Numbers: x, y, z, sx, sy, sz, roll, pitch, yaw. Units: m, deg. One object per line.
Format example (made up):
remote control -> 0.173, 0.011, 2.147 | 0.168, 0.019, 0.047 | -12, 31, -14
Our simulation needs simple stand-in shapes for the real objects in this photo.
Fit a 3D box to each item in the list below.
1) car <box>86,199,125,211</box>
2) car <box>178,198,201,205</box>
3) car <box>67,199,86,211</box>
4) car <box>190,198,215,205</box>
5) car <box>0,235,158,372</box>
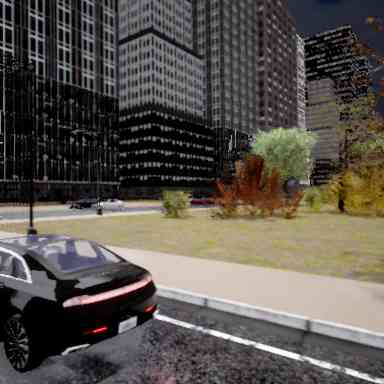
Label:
car -> -10.839, 1.628, 43.004 | 1.812, 1.442, 4.674 | -1, -1, 37
car -> -0.401, 1.775, 62.088 | 1.895, 1.301, 4.718 | -1, -1, 37
car -> -14.080, 1.643, 44.102 | 2.128, 1.511, 4.902 | -1, -1, 37
car -> 2.257, 1.724, 60.213 | 1.895, 1.301, 4.718 | -1, -1, 37
car -> -2.800, 1.498, 5.682 | 4.902, 1.511, 2.128 | 0, 0, 35
